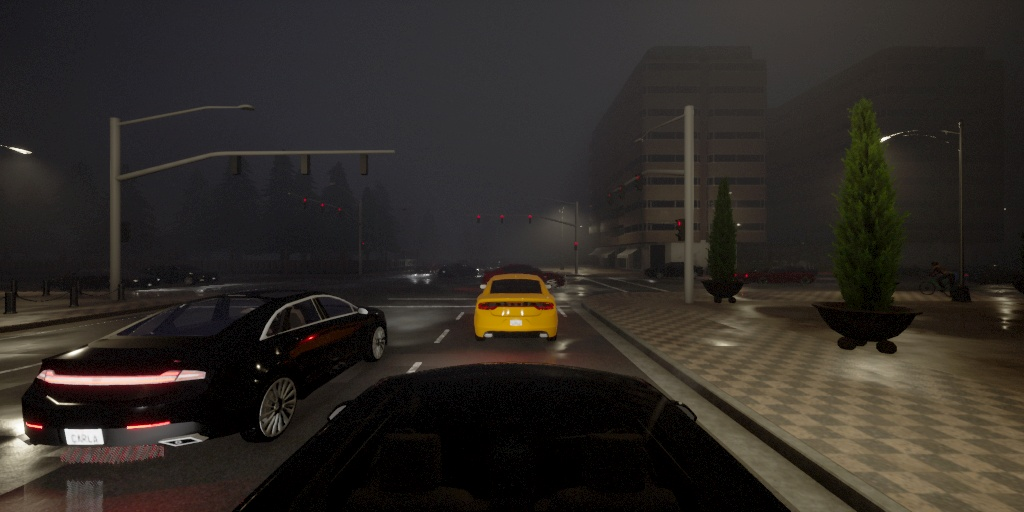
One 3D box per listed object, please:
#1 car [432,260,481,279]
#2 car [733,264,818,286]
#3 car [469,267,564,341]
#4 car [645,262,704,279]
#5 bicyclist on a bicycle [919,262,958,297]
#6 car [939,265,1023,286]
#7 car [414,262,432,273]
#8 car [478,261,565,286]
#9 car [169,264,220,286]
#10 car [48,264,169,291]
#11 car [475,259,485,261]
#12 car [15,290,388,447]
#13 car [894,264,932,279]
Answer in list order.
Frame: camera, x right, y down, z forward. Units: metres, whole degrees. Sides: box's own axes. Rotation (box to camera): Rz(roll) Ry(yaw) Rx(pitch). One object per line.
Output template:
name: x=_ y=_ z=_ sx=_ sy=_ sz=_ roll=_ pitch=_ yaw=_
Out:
car: x=-4.993 y=1.344 z=33.139 sx=1.994 sy=1.385 sz=4.181 roll=0 pitch=0 yaw=30
car: x=18.470 y=1.406 z=25.310 sx=4.718 sy=1.301 sz=1.895 roll=0 pitch=0 yaw=0
car: x=0.101 y=1.228 z=9.897 sx=1.882 sy=1.535 sz=5.008 roll=0 pitch=0 yaw=0
car: x=14.628 y=1.283 z=32.491 sx=5.008 sy=1.535 sz=1.882 roll=0 pitch=0 yaw=0
bicyclist on a bicycle: x=20.278 y=1.106 z=17.026 sx=0.582 sy=1.620 sz=1.656 roll=0 pitch=0 yaw=0
car: x=33.754 y=1.353 z=25.357 sx=5.357 sy=1.411 sz=2.033 roll=0 pitch=0 yaw=0
car: x=-10.394 y=1.351 z=43.599 sx=1.895 sy=1.301 sz=4.718 roll=0 pitch=0 yaw=1
car: x=0.702 y=1.237 z=21.748 sx=5.008 sy=1.535 sz=1.882 roll=0 pitch=0 yaw=0
car: x=-23.369 y=1.308 z=25.165 sx=4.892 sy=1.490 sz=1.837 roll=1 pitch=0 yaw=0
car: x=-24.552 y=1.353 z=21.662 sx=5.357 sy=1.411 sz=2.033 roll=0 pitch=0 yaw=0
car: x=-5.524 y=1.255 z=57.718 sx=1.837 sy=1.490 sz=4.892 roll=0 pitch=0 yaw=15
car: x=-3.425 y=1.242 z=5.313 sx=2.128 sy=1.511 sz=4.902 roll=0 pitch=0 yaw=0
car: x=34.904 y=1.406 z=32.547 sx=4.718 sy=1.301 sz=1.895 roll=0 pitch=0 yaw=0
